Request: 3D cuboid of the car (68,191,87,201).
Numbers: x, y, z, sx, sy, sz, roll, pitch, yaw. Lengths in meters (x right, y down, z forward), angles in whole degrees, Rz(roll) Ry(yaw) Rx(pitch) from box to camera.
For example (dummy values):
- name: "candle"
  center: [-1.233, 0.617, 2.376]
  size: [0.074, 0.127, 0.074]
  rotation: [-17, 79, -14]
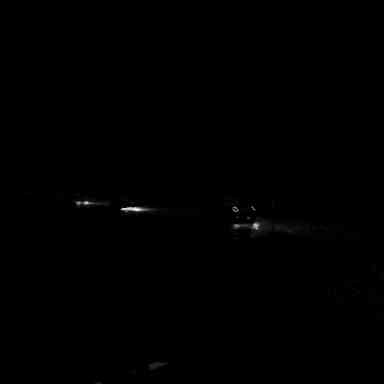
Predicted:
- name: "car"
  center: [-17.493, 0.563, 50.748]
  size: [2.128, 1.511, 4.902]
  rotation: [0, 1, -35]

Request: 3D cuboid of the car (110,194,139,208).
- name: "car"
  center: [-7.462, 0.950, 36.513]
  size: [1.994, 1.385, 4.181]
  rotation: [0, 1, -35]

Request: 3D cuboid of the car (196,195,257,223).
- name: "car"
  center: [2.280, 1.046, 22.832]
  size: [2.097, 1.767, 4.553]
  rotation: [0, 1, -35]
